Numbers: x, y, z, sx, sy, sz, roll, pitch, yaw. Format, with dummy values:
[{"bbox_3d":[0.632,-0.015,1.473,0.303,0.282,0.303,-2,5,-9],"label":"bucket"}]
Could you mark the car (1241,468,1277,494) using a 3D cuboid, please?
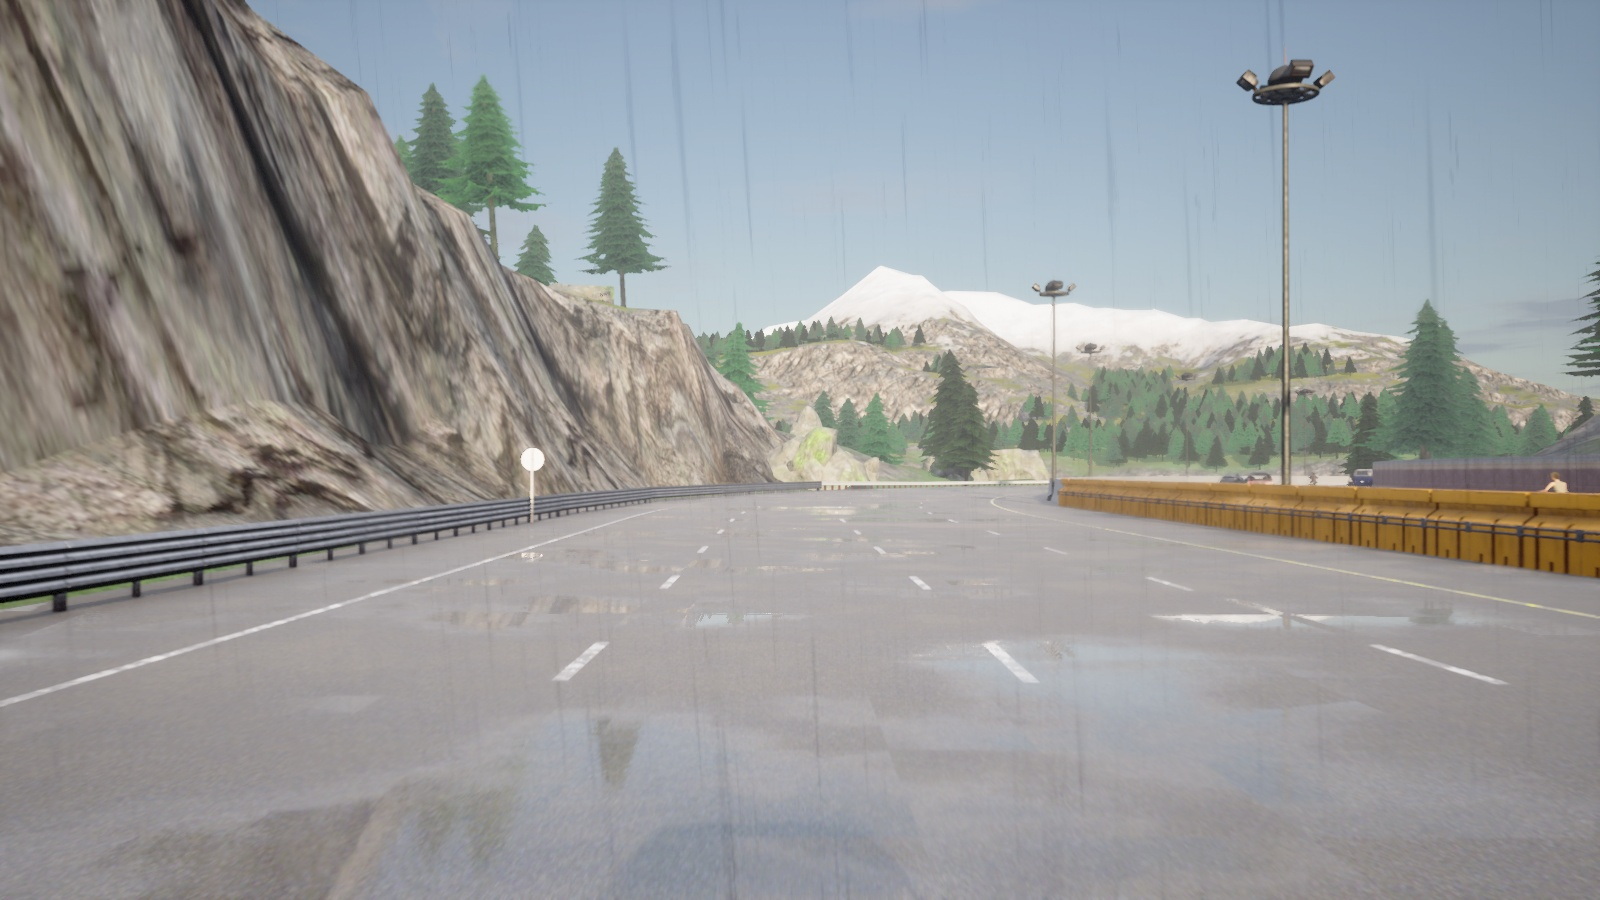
[{"bbox_3d":[29.224,1.937,80.092,1.851,1.617,3.988,-1,-1,16],"label":"car"}]
